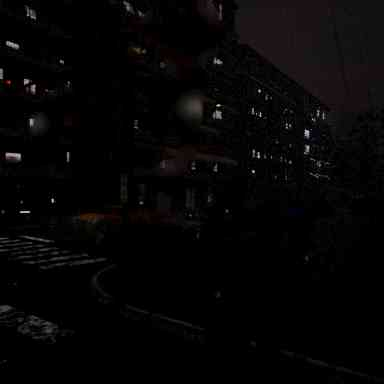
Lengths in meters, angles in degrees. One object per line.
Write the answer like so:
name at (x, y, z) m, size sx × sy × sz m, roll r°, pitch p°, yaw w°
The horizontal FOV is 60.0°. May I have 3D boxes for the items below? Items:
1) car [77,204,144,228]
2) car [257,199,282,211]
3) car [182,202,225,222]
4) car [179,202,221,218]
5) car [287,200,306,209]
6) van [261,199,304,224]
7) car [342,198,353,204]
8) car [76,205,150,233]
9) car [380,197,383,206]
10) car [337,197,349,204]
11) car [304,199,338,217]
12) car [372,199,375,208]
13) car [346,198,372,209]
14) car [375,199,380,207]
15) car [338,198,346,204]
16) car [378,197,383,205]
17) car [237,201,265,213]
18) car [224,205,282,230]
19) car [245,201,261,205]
car at (-5.699, 1.626, 23.719) m, size 2.008 × 1.369 × 4.403 m, roll 1°, pitch 0°, yaw 36°
car at (10.731, 1.743, 45.980) m, size 1.967 × 1.590 × 4.097 m, roll 1°, pitch 0°, yaw 36°
car at (1.333, 1.692, 28.879) m, size 1.837 × 1.490 × 4.892 m, roll 1°, pitch 0°, yaw 36°
car at (0.873, 1.712, 32.623) m, size 1.887 × 1.381 × 4.507 m, roll 1°, pitch 0°, yaw 36°
car at (17.301, 1.974, 54.885) m, size 1.802 × 1.307 × 4.206 m, roll 1°, pitch 0°, yaw 36°
van at (7.612, 1.647, 27.641) m, size 1.690 × 1.788 × 3.998 m, roll 1°, pitch 0°, yaw 36°
car at (40.200, 2.220, 85.912) m, size 1.752 × 1.417 × 4.829 m, roll 1°, pitch 0°, yaw 36°
car at (-4.764, 1.580, 20.639) m, size 1.882 × 1.535 × 5.008 m, roll 1°, pitch 0°, yaw 37°
car at (37.181, 2.251, 67.710) m, size 1.887 × 1.381 × 4.507 m, roll 1°, pitch 0°, yaw 36°
car at (37.016, 2.093, 81.598) m, size 1.967 × 1.590 × 4.097 m, roll 1°, pitch 0°, yaw 36°
car at (14.183, 1.837, 36.546) m, size 1.967 × 1.590 × 4.097 m, roll 1°, pitch 0°, yaw 36°
car at (30.609, 2.202, 58.806) m, size 1.802 × 1.307 × 4.206 m, roll 1°, pitch 0°, yaw 36°
car at (27.327, 1.891, 54.355) m, size 2.192 × 1.841 × 5.009 m, roll 1°, pitch 0°, yaw 36°
car at (33.896, 2.104, 63.259) m, size 1.967 × 1.590 × 4.097 m, roll 1°, pitch 0°, yaw 36°
car at (33.729, 2.176, 77.145) m, size 1.947 × 1.339 × 4.313 m, roll 1°, pitch 0°, yaw 36°
car at (47.041, 2.150, 81.068) m, size 2.192 × 1.841 × 5.009 m, roll 1°, pitch 0°, yaw 36°
car at (7.444, 1.840, 41.528) m, size 1.802 × 1.307 × 4.206 m, roll 1°, pitch 0°, yaw 36°
car at (4.324, 1.827, 23.189) m, size 1.947 × 1.339 × 4.313 m, roll 1°, pitch 0°, yaw 36°
car at (7.467, 1.750, 37.179) m, size 1.882 × 1.535 × 5.008 m, roll 1°, pitch 0°, yaw 37°
